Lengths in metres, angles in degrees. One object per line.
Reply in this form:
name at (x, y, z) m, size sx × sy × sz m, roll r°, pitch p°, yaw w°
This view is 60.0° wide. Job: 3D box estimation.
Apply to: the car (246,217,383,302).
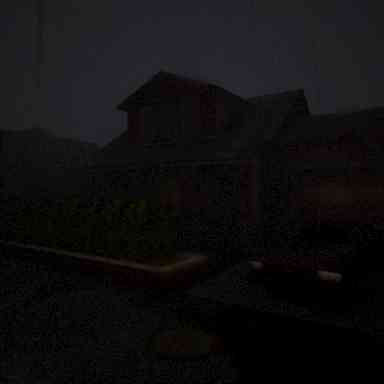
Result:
car at (3.356, 1.354, 8.089) m, size 2.033 × 1.415 × 5.357 m, roll 0°, pitch 0°, yaw 38°
